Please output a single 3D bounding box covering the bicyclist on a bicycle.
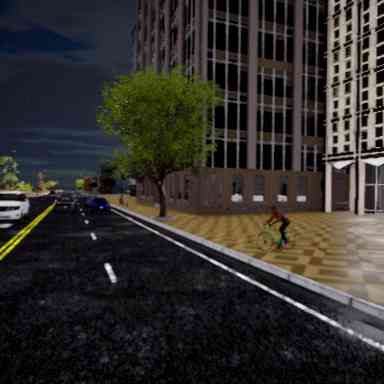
[{"bbox_3d":[3.036,1.298,11.873,1.656,1.620,0.582,0,0,-20],"label":"bicyclist on a bicycle"}]

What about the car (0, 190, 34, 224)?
[{"bbox_3d":[-12.252,0.953,22.210,2.150,2.045,5.566,1,0,-20],"label":"car"}]

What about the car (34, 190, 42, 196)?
[{"bbox_3d":[-33.526,0.262,71.600,2.097,1.767,4.553,1,0,-20],"label":"car"}]

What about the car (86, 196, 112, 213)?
[{"bbox_3d":[-9.221,1.256,33.168,1.812,1.442,4.674,1,0,-20],"label":"car"}]

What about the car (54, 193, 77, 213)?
[{"bbox_3d":[-12.447,1.174,32.833,2.128,1.511,4.902,1,0,-20],"label":"car"}]

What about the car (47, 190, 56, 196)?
[{"bbox_3d":[-30.463,0.447,72.681,1.837,1.490,4.892,1,0,-20],"label":"car"}]
